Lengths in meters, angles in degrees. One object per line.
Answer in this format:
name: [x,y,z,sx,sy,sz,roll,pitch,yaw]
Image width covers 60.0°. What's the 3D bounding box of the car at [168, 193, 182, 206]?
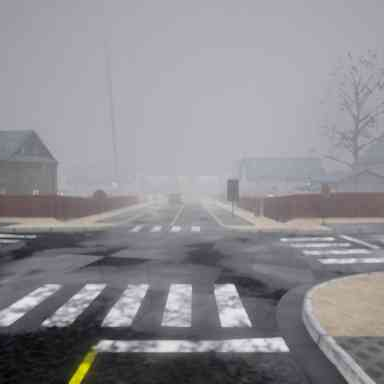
car: [-2.803,1.188,55.826,2.150,2.045,5.566,0,0,1]
